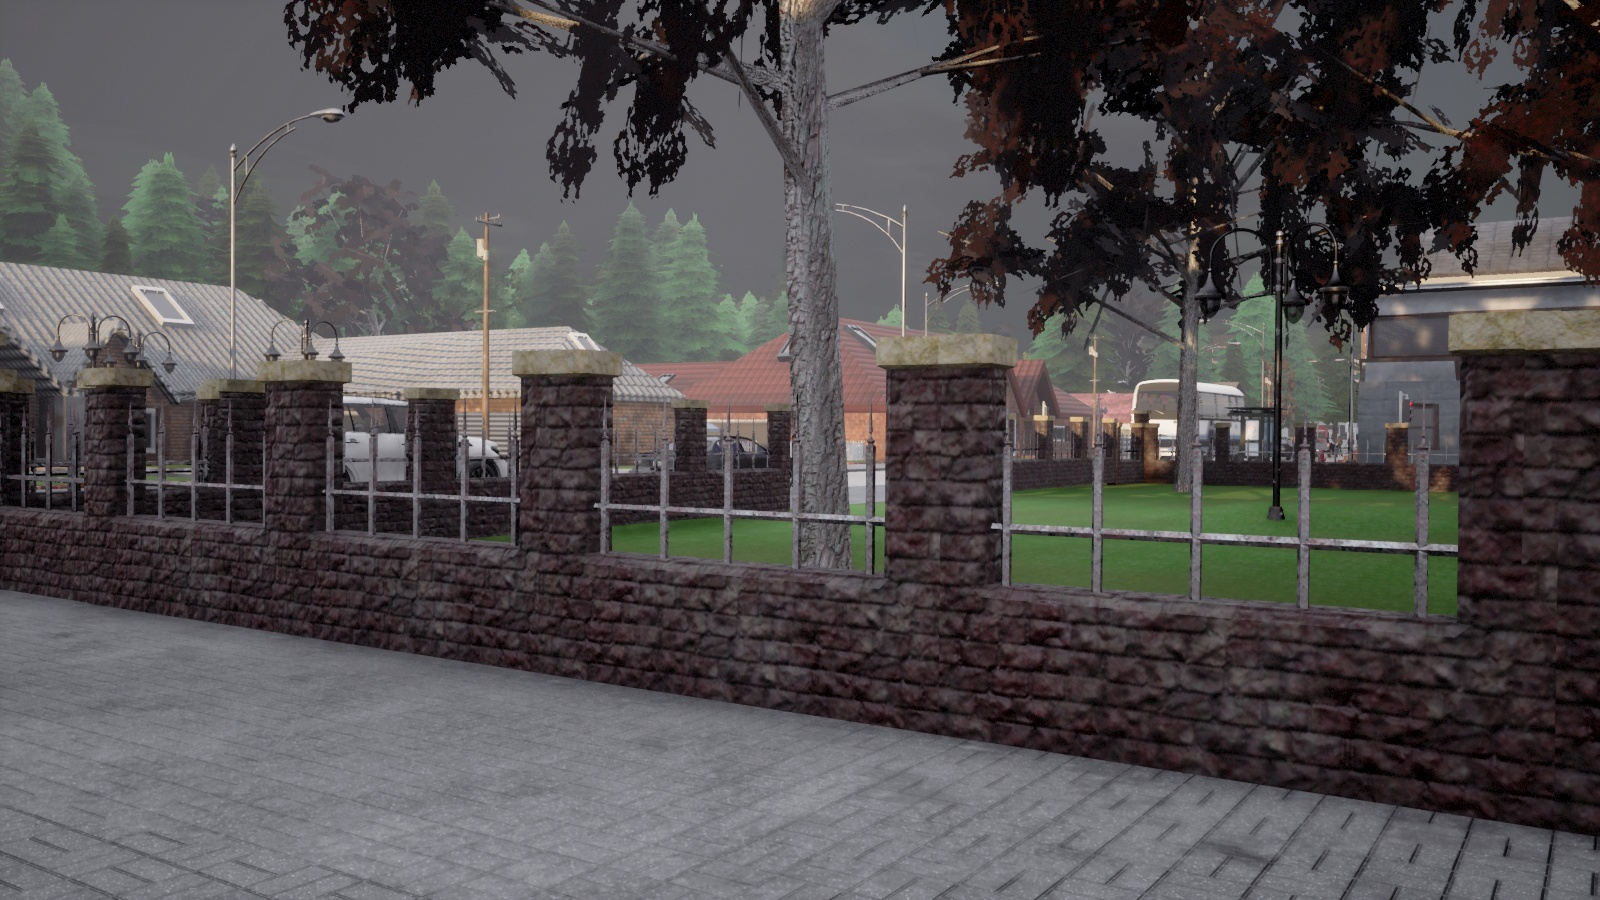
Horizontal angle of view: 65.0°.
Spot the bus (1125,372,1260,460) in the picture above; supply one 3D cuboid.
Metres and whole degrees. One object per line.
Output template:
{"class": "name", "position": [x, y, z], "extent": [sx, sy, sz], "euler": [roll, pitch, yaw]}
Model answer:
{"class": "bus", "position": [20.722, -1.730, 65.745], "extent": [3.944, 4.253, 10.273], "euler": [0, 1, 34]}

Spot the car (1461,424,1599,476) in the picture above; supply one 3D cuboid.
{"class": "car", "position": [23.066, -0.023, 38.337], "extent": [5.008, 1.535, 1.882], "euler": [0, 1, 30]}

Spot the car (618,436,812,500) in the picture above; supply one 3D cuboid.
{"class": "car", "position": [-1.944, 0.375, 30.879], "extent": [2.033, 1.411, 5.357], "euler": [0, 1, 31]}

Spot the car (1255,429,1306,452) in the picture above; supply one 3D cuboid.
{"class": "car", "position": [31.412, -0.625, 81.964], "extent": [2.033, 1.411, 5.357], "euler": [0, 1, 33]}

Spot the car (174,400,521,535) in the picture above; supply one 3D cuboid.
{"class": "car", "position": [-7.683, 0.219, 22.017], "extent": [2.150, 2.045, 5.566], "euler": [0, 1, 32]}
